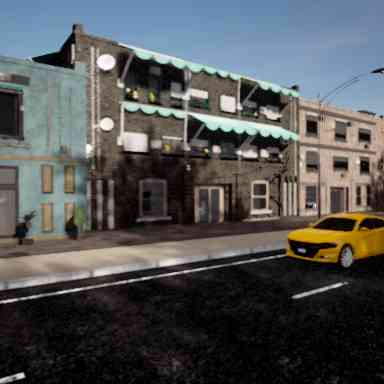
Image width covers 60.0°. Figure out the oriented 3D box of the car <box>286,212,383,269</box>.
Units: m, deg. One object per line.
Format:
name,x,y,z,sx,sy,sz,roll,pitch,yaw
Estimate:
car,5.354,1.500,11.494,5.008,1.535,1.882,0,0,-35
